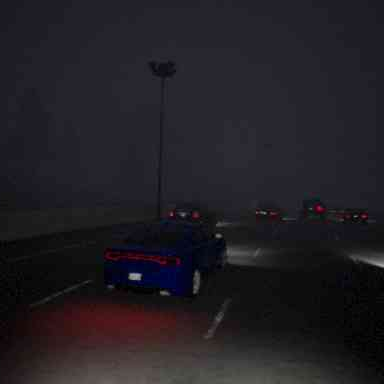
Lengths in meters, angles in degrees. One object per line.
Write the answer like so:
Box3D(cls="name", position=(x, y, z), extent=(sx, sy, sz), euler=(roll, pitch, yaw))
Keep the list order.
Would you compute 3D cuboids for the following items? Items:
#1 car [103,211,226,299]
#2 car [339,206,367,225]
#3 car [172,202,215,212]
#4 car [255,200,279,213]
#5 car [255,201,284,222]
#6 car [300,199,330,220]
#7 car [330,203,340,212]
Box3D(cls="car", position=(-0.377, 1.494, 8.750), extent=(1.882, 1.535, 5.008), euler=(1, 0, 17))
Box3D(cls="car", position=(14.540, 2.094, 29.742), extent=(2.033, 1.411, 5.357), euler=(2, 0, 24))
Box3D(cls="car", position=(0.188, 1.427, 21.791), extent=(2.097, 1.767, 4.553), euler=(2, 0, 20))
Box3D(cls="car", position=(10.215, 1.938, 44.961), extent=(1.882, 1.535, 5.008), euler=(1, 0, 27))
Box3D(cls="car", position=(7.128, 1.866, 30.247), extent=(2.033, 1.411, 5.357), euler=(2, 0, 24))
Box3D(cls="car", position=(12.427, 1.716, 33.911), extent=(2.150, 2.045, 5.566), euler=(1, 0, 25))
Box3D(cls="car", position=(21.978, 2.411, 51.787), extent=(1.994, 1.385, 4.181), euler=(2, 0, 31))
